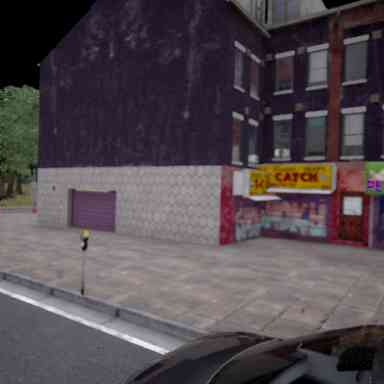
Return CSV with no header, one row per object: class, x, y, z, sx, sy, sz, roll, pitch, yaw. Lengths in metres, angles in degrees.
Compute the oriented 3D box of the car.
car,1.287,1.567,1.873,4.313,1.339,1.947,1,2,36
